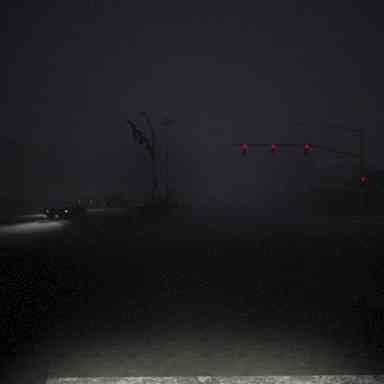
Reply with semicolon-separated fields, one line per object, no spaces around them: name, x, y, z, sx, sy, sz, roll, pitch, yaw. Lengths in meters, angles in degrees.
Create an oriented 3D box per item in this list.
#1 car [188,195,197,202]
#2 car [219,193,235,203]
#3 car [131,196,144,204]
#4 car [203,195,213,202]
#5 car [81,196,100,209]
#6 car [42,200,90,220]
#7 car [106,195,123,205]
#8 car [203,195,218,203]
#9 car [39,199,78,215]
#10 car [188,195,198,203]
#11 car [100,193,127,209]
car;0.131;1.485;78.185;1.994;1.385;4.181;0;0;0
car;7.206;1.164;66.534;2.150;2.045;5.566;0;0;0
car;-10.439;1.471;63.847;1.812;1.442;4.674;0;0;1
car;3.631;1.458;78.214;2.128;1.511;4.902;0;0;0
car;-14.020;1.316;45.531;2.097;1.767;4.553;0;0;0
car;-10.553;1.579;28.155;1.895;1.301;4.718;0;0;0
car;-13.967;1.427;60.109;1.882;1.535;5.008;0;1;0
car;3.711;1.449;66.643;1.837;1.490;4.892;0;0;0
car;-14.041;1.519;35.483;2.033;1.411;5.357;0;0;0
car;0.214;1.448;67.231;1.837;1.490;4.892;0;0;0
car;-10.525;1.183;46.292;2.150;2.045;5.566;0;0;1
